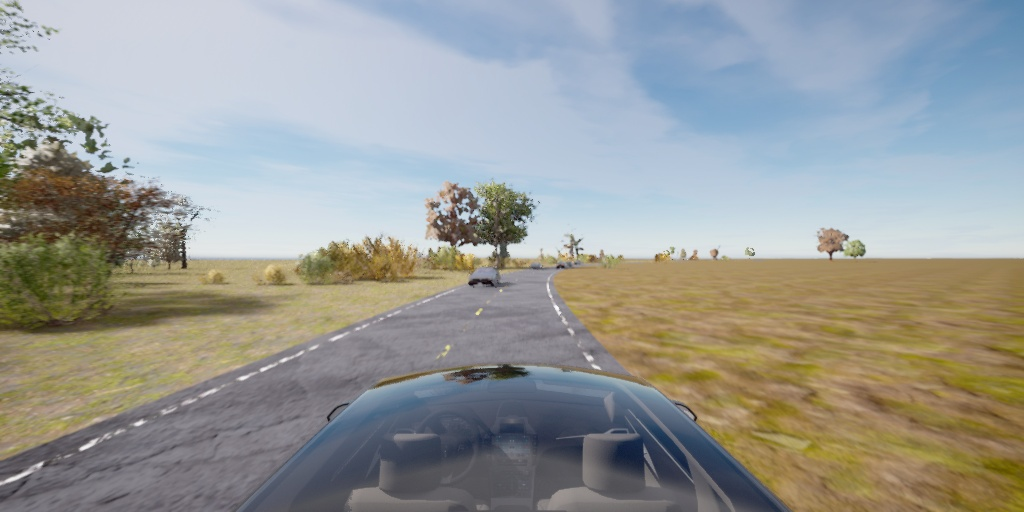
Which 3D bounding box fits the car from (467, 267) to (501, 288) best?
[{"bbox_3d":[-1.918,1.519,26.774,2.033,1.411,5.357,0,-1,5],"label":"car"}]
